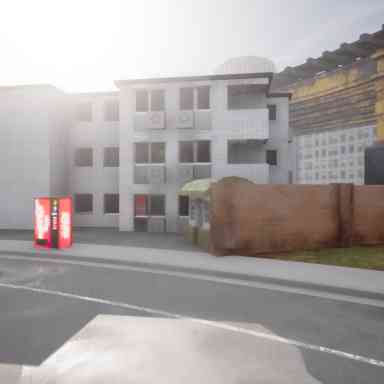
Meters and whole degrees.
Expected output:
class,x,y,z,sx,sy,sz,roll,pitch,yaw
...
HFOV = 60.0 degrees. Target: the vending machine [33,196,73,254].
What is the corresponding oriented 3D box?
class,x,y,z,sx,sy,sz,roll,pitch,yaw
vending machine,-5.283,1.195,12.694,0.880,2.100,1.100,0,0,18
